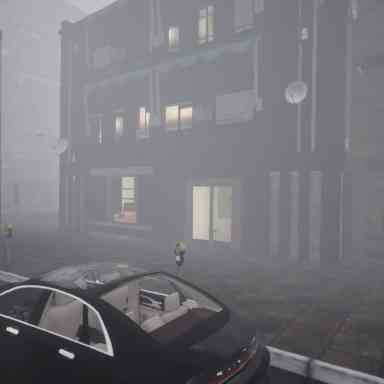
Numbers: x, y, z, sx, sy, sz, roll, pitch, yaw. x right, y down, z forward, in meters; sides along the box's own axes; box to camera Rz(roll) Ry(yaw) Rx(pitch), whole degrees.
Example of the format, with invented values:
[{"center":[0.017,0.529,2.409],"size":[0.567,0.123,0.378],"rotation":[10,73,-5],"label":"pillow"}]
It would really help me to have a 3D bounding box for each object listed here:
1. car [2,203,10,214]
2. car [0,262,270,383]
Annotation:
[{"center":[-21.544,1.623,34.882],"size":[2.008,1.369,4.403],"rotation":[1,0,36],"label":"car"},{"center":[-1.300,1.550,3.939],"size":[4.403,1.369,2.008],"rotation":[0,1,35],"label":"car"}]
